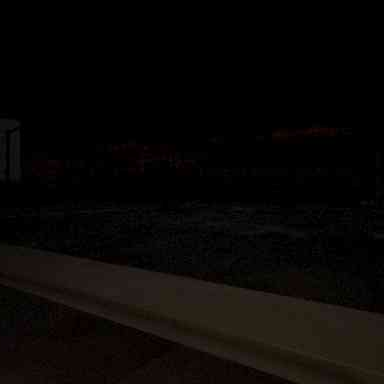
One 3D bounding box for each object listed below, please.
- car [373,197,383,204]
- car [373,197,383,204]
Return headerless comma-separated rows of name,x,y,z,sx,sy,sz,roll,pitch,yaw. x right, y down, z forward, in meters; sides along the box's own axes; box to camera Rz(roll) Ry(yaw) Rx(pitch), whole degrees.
car,37.515,1.576,65.391,1.853,1.218,4.536,1,1,6
car,37.508,1.734,65.341,2.038,1.542,4.974,1,1,6
